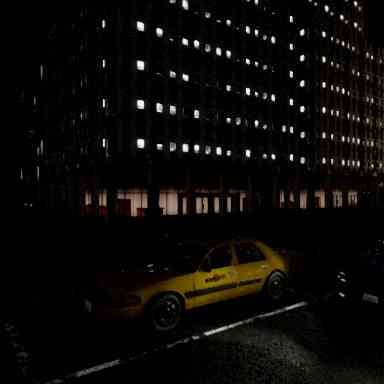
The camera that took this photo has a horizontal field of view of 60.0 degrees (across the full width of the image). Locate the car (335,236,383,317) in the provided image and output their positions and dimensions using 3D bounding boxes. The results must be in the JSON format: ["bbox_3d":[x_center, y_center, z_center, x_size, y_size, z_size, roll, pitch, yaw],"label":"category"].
[{"bbox_3d":[4.973,1.477,6.930,5.008,1.535,1.882,0,0,-36],"label":"car"}]

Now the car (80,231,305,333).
[{"bbox_3d":[0.285,1.525,6.767,4.829,1.417,1.752,0,0,-36],"label":"car"}]
